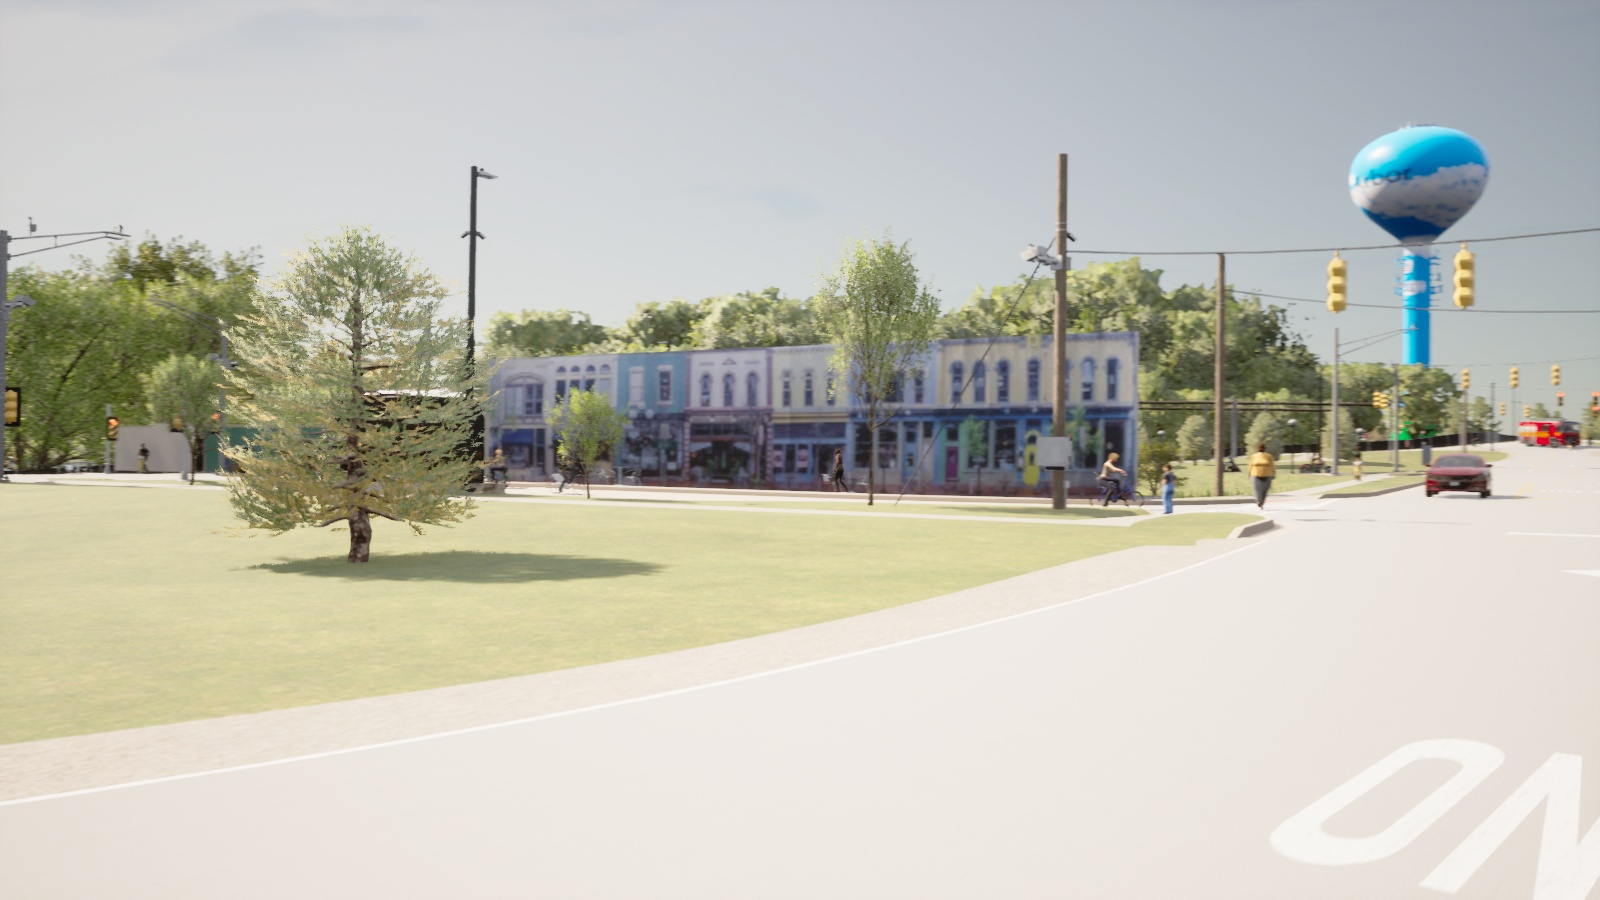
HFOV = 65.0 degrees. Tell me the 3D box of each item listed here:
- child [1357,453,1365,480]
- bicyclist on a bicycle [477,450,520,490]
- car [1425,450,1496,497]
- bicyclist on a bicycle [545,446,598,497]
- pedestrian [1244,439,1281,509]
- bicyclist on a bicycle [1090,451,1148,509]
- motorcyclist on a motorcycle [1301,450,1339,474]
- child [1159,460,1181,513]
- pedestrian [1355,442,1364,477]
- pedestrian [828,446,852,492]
[{"bbox_3d":[26.404,0.762,59.100,0.270,1.263,0.437,0,-1,34],"label":"child"},{"bbox_3d":[-12.448,0.822,51.831,1.509,1.612,0.866,1,-1,31],"label":"bicyclist on a bicycle"},{"bbox_3d":[23.082,0.763,43.780,1.882,1.535,5.008,0,0,31],"label":"car"},{"bbox_3d":[-8.175,0.763,44.870,1.843,1.776,0.659,0,-1,30],"label":"bicyclist on a bicycle"},{"bbox_3d":[12.518,0.644,33.972,0.874,1.855,0.900,0,-1,23],"label":"pedestrian"},{"bbox_3d":[8.955,0.842,35.277,1.509,1.612,0.866,-1,-1,17],"label":"bicyclist on a bicycle"},{"bbox_3d":[35.919,0.839,86.772,2.350,1.649,0.766,0,0,27],"label":"motorcyclist on a motorcycle"},{"bbox_3d":[8.930,0.877,30.346,0.270,1.263,0.437,1,-1,-29],"label":"child"},{"bbox_3d":[29.759,0.514,66.837,0.353,1.847,0.614,0,-1,31],"label":"pedestrian"},{"bbox_3d":[1.592,0.765,49.682,0.869,1.805,0.328,0,-1,30],"label":"pedestrian"}]
